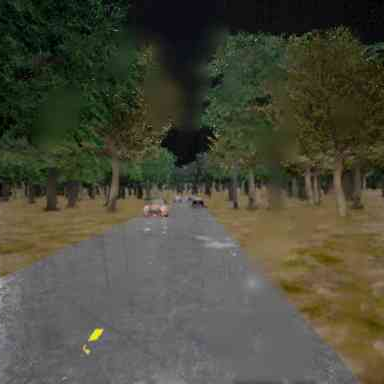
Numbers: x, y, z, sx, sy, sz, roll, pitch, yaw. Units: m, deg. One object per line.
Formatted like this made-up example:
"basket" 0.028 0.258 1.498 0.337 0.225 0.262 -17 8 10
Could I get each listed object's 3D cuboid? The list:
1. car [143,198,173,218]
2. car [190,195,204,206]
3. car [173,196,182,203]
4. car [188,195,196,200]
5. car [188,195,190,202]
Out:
"car" -3.131 1.383 30.106 2.097 1.767 4.553 0 0 0
"car" 0.982 1.581 55.534 1.882 1.535 5.008 0 0 0
"car" -3.087 1.613 71.025 1.812 1.442 4.674 0 0 0
"car" -0.100 1.468 89.919 2.128 1.511 4.902 0 0 0
"car" 0.035 1.456 73.473 1.812 1.442 4.674 0 0 0
